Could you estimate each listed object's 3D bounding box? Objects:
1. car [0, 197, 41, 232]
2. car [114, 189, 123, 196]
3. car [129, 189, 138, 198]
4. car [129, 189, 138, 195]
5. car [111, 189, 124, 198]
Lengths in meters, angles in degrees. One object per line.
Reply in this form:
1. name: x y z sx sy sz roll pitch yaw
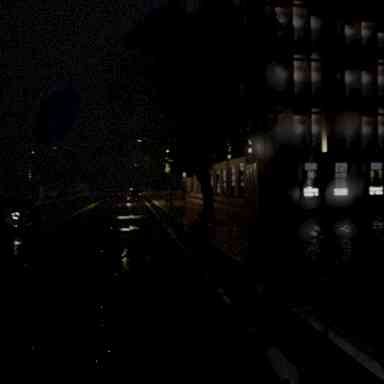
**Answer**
1. car: -9.717 1.130 17.900 2.097 1.767 4.553 -1 1 -11
2. car: -16.379 0.041 74.199 1.812 1.442 4.674 -1 1 -10
3. car: -11.347 0.315 64.517 1.837 1.490 4.892 -1 1 -10
4. car: -13.180 0.004 74.770 1.994 1.385 4.181 -1 1 -10
5. car: -14.545 0.424 63.948 2.033 1.411 5.357 -1 1 -10
